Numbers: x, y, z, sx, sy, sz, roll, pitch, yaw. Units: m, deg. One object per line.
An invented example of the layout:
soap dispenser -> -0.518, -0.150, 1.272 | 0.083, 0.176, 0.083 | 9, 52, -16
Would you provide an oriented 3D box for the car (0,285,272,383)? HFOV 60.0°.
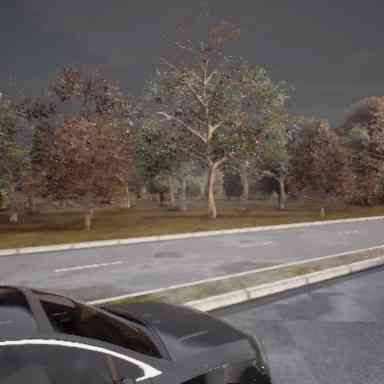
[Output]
car -> -1.513, 1.505, 2.361 | 4.892, 1.490, 1.837 | 0, 0, -36
